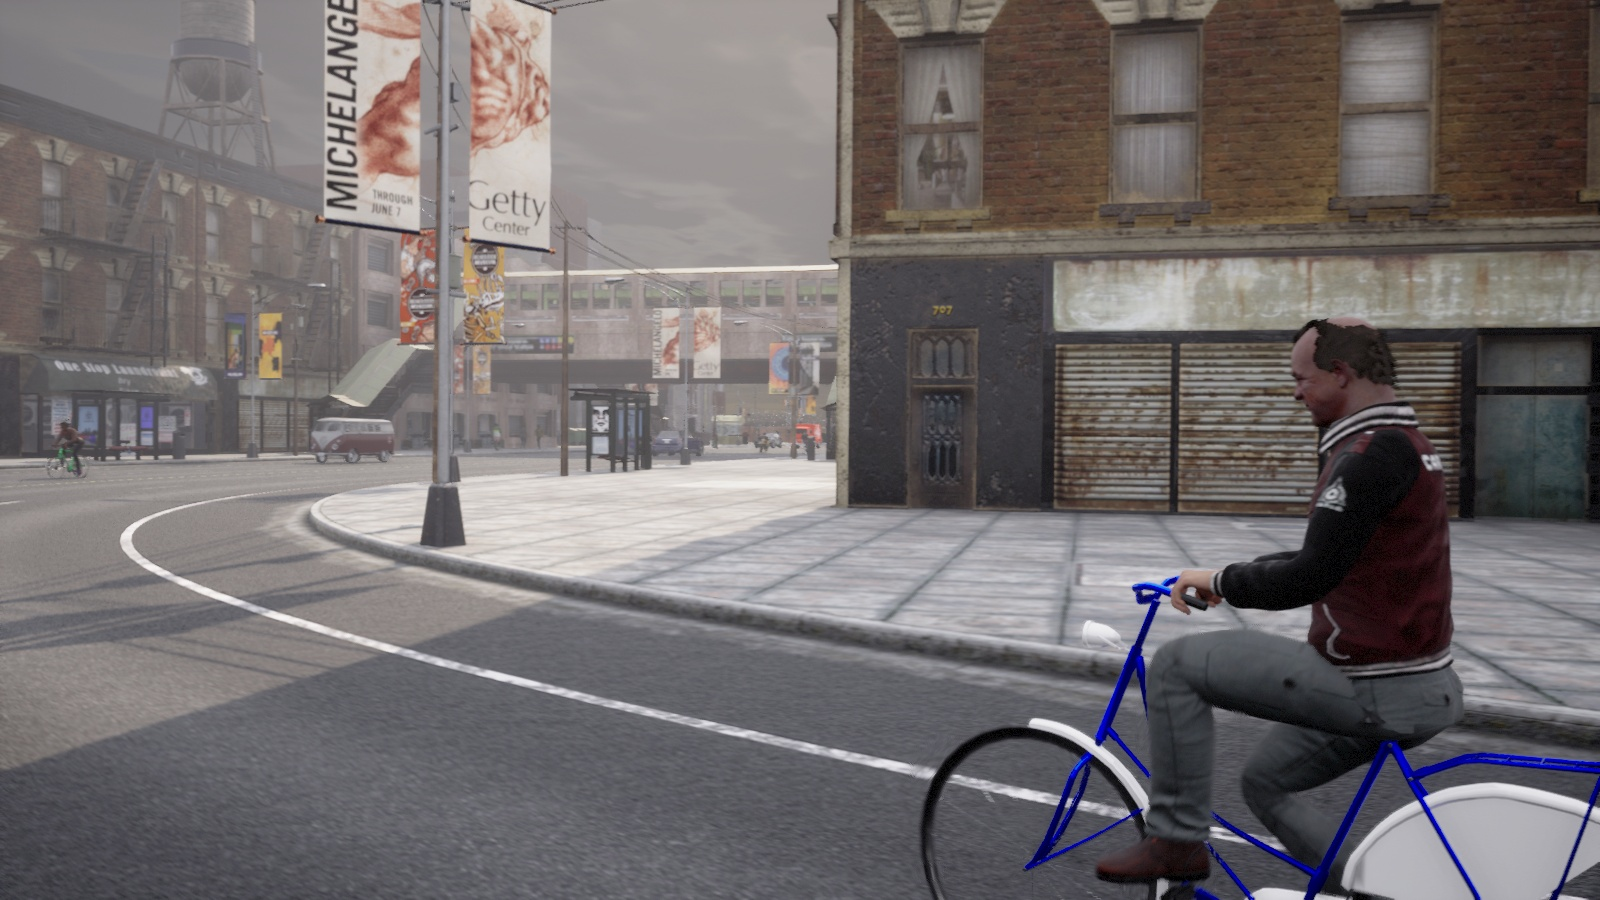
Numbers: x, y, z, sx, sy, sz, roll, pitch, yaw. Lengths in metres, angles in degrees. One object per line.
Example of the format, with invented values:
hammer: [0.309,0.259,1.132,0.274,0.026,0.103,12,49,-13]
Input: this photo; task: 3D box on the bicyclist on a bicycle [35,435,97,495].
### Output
bicyclist on a bicycle: [-20.627,0.406,35.323,0.582,1.620,1.656,0,1,8]

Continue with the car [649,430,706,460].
car: [-7.499,-0.339,77.140,2.097,1.767,4.553,0,1,13]

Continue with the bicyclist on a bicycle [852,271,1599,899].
bicyclist on a bicycle: [1.076,0.555,2.990,1.843,1.776,0.659,0,1,36]

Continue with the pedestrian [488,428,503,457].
pedestrian: [-20.192,-0.512,83.314,0.659,1.952,0.873,0,1,9]

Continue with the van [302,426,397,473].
van: [-19.790,-0.060,55.408,1.775,1.987,4.442,0,1,13]
